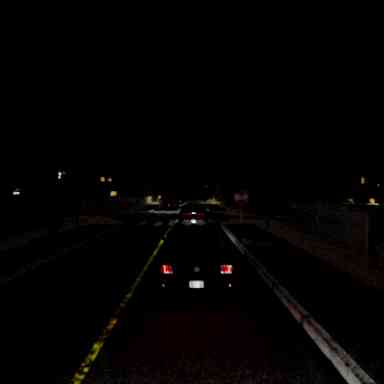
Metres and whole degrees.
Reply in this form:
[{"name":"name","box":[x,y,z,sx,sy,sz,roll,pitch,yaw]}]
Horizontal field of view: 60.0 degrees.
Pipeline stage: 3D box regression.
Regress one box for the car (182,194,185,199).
[{"name":"car","box":[-2.772,1.603,62.080,1.837,1.490,4.892,0,-1,1]}]

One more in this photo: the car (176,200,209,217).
[{"name":"car","box":[0.103,1.514,22.281,1.837,1.490,4.892,0,0,0]}]

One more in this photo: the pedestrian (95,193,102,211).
[{"name":"pedestrian","box":[-9.615,1.043,34.023,0.375,1.860,0.375,0,-2,0]}]

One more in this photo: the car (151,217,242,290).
[{"name":"car","box":[0.099,1.601,9.016,1.895,1.301,4.718,0,0,0]}]

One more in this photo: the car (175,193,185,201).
[{"name":"car","box":[-2.718,1.130,77.609,2.097,1.767,4.553,0,0,0]}]

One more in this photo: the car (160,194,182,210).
[{"name":"car","box":[-2.830,1.262,43.092,2.150,2.045,5.566,0,0,0]}]
